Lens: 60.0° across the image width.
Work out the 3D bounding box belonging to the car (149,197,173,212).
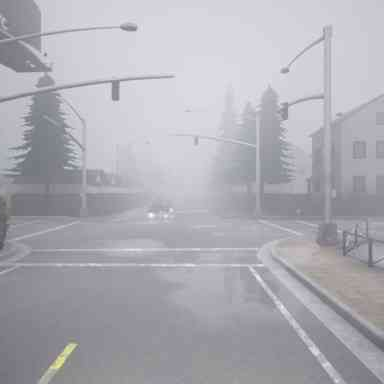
[{"bbox_3d":[-3.644,1.351,38.109,2.097,1.767,4.553,0,0,0],"label":"car"}]

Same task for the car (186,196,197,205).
[{"bbox_3d":[-0.086,1.491,59.322,2.128,1.511,4.902,0,0,0],"label":"car"}]
